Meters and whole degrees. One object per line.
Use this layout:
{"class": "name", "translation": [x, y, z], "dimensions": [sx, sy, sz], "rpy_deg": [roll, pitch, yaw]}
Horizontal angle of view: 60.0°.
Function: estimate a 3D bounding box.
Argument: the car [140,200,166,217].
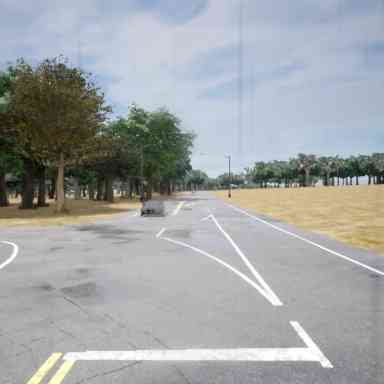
{"class": "car", "translation": [-3.465, 1.444, 30.092], "dimensions": [1.994, 1.385, 4.181], "rpy_deg": [0, 1, 0]}
